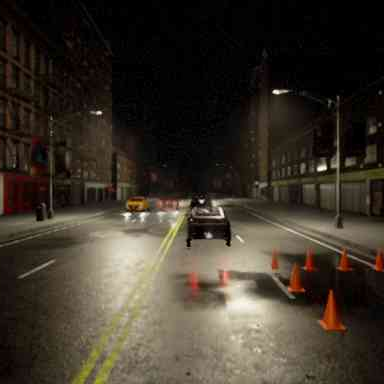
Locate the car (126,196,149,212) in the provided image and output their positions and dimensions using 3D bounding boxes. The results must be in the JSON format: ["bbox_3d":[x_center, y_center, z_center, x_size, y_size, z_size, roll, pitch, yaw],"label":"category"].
[{"bbox_3d":[-5.748,1.243,35.454,1.882,1.535,5.008,0,0,1],"label":"car"}]

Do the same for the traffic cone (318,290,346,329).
[{"bbox_3d":[2.318,1.924,5.536,0.340,0.580,0.340,0,0,1],"label":"traffic cone"}]

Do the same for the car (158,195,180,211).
[{"bbox_3d":[-2.483,1.119,36.396,2.097,1.767,4.553,0,0,1],"label":"car"}]

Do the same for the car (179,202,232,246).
[{"bbox_3d":[0.674,1.398,14.773,2.128,1.511,4.902,0,0,1],"label":"car"}]

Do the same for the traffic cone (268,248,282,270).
[{"bbox_3d":[2.371,1.899,9.535,0.340,0.580,0.340,0,0,1],"label":"traffic cone"}]

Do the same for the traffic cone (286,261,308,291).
[{"bbox_3d":[2.344,1.912,7.535,0.340,0.580,0.340,0,0,1],"label":"traffic cone"}]

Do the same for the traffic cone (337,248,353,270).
[{"bbox_3d":[4.371,1.904,9.509,0.340,0.580,0.340,0,0,1],"label":"traffic cone"}]

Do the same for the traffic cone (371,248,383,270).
[{"bbox_3d":[5.371,1.906,9.495,0.340,0.580,0.340,0,0,1],"label":"traffic cone"}]

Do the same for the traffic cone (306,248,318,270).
[{"bbox_3d":[3.371,1.901,9.522,0.340,0.580,0.340,0,0,1],"label":"traffic cone"}]

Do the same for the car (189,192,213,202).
[{"bbox_3d":[0.924,1.012,33.587,2.150,2.045,5.566,0,0,1],"label":"car"}]
